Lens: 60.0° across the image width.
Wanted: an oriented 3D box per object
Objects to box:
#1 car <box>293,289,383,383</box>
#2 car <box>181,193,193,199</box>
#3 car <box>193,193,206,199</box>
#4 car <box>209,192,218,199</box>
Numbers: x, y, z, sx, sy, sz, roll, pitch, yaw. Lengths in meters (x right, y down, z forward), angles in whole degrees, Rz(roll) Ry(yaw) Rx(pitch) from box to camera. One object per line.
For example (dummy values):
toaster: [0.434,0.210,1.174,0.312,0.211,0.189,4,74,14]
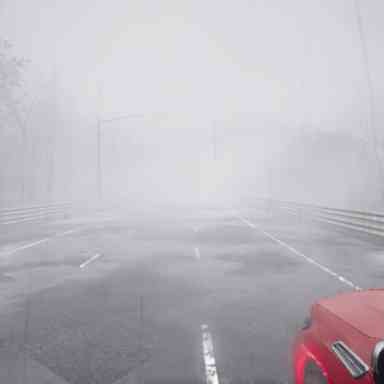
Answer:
car: [1.999,1.192,0.651,2.150,2.045,5.566,-1,0,-1]
car: [-1.624,1.079,85.774,2.033,1.411,5.357,-1,0,6]
car: [1.904,1.090,85.916,1.895,1.301,4.718,-1,0,6]
car: [5.455,0.805,86.348,2.097,1.767,4.553,-1,0,6]
